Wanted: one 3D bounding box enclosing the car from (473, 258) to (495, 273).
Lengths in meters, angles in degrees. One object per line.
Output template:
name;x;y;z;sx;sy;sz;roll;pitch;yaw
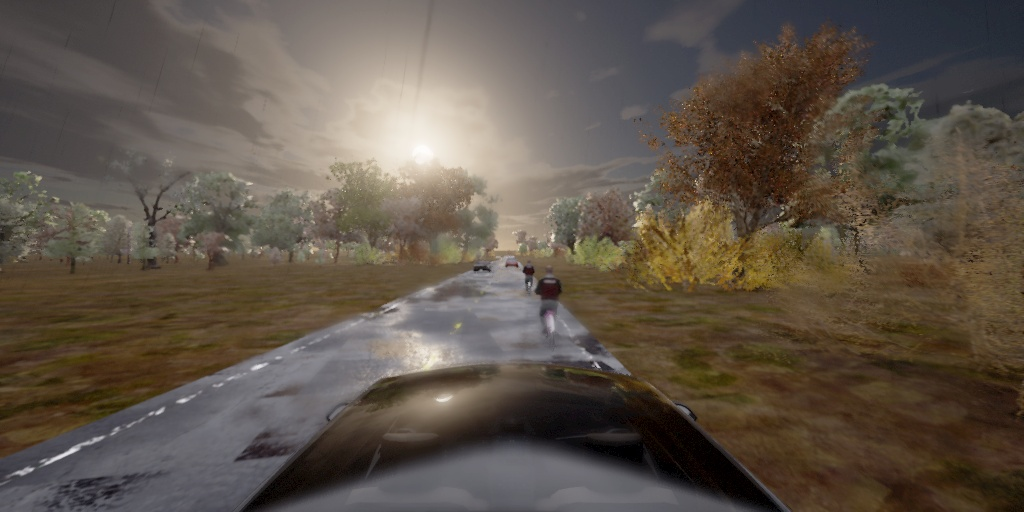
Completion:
car;-3.162;1.155;38.971;1.895;1.301;4.718;0;0;0

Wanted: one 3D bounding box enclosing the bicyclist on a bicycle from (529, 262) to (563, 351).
bicyclist on a bicycle;0.817;1.090;8.012;0.659;1.776;1.843;0;1;0

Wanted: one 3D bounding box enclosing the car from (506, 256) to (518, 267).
car;0.000;1.013;57.006;1.994;1.385;4.181;0;0;0

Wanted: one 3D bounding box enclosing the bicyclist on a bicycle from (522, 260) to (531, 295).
bicyclist on a bicycle;0.800;1.044;17.012;0.659;1.776;1.843;0;1;0
